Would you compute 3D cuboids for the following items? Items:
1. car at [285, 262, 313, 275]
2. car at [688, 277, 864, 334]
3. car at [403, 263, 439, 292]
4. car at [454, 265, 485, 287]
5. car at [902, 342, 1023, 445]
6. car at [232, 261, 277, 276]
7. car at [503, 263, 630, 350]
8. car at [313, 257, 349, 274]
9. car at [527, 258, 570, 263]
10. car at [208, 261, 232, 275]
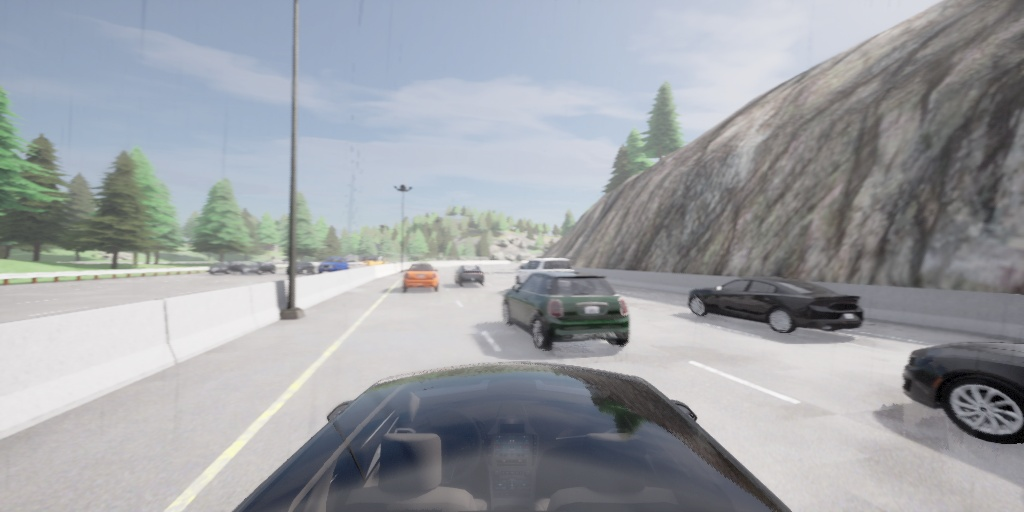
[{"bbox_3d":[-24.424,1.402,41.644,1.837,1.490,4.892,1,-1,-9],"label":"car"},{"bbox_3d":[7.917,1.393,11.471,1.882,1.535,5.008,1,-1,-14],"label":"car"},{"bbox_3d":[-5.838,1.247,23.069,2.097,1.767,4.553,1,-1,-14],"label":"car"},{"bbox_3d":[-3.284,1.450,27.252,2.128,1.511,4.902,1,-1,-14],"label":"car"},{"bbox_3d":[6.500,1.324,2.796,1.837,1.490,4.892,1,-1,-14],"label":"car"},{"bbox_3d":[-27.506,1.332,38.969,2.128,1.511,4.902,1,-1,-10],"label":"car"},{"bbox_3d":[1.166,1.186,9.629,2.097,1.767,4.553,1,-1,-14],"label":"car"},{"bbox_3d":[-20.990,1.159,42.340,2.150,2.045,5.566,1,-1,-9],"label":"car"},{"bbox_3d":[1.845,1.172,21.232,2.150,2.045,5.566,1,-1,-14],"label":"car"},{"bbox_3d":[-31.160,1.303,39.502,2.128,1.511,4.902,1,-1,-10],"label":"car"}]
